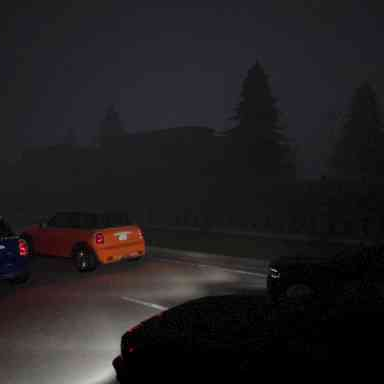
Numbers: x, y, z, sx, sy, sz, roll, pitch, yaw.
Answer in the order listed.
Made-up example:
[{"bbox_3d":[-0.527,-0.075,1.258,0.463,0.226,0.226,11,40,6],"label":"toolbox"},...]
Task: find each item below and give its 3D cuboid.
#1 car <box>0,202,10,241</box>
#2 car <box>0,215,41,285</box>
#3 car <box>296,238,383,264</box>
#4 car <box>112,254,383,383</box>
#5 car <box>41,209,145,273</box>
[{"bbox_3d":[-11.011,1.352,16.128,4.553,1.767,2.097,0,0,36],"label":"car"},{"bbox_3d":[-6.072,1.352,8.324,4.553,1.767,2.097,0,0,36],"label":"car"},{"bbox_3d":[3.755,1.478,5.617,5.008,1.535,1.882,0,0,36],"label":"car"},{"bbox_3d":[1.758,1.547,2.741,5.357,1.411,2.033,0,0,36],"label":"car"},{"bbox_3d":[-3.742,1.352,10.961,4.553,1.767,2.097,0,0,36],"label":"car"}]
